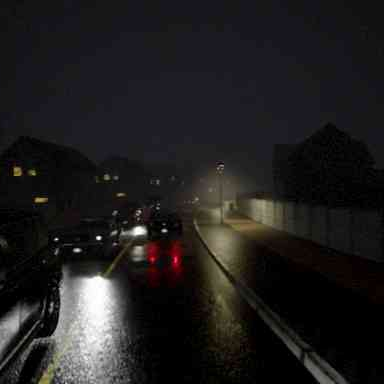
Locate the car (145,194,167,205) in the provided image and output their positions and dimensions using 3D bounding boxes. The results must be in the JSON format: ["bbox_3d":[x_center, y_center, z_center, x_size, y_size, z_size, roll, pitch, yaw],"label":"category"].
[{"bbox_3d":[-4.063,1.214,35.502,2.150,2.045,5.566,-1,1,5],"label":"car"}]

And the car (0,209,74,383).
[{"bbox_3d":[-3.042,1.290,3.674,2.150,2.045,5.566,-1,0,-9],"label":"car"}]

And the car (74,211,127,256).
[{"bbox_3d":[-4.079,1.695,13.621,1.895,1.301,4.718,-1,0,-4],"label":"car"}]

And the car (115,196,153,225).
[{"bbox_3d":[-4.422,1.428,24.487,2.097,1.767,4.553,-1,0,0],"label":"car"}]

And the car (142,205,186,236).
[{"bbox_3d":[-1.458,1.637,18.854,1.895,1.301,4.718,-1,0,-2],"label":"car"}]

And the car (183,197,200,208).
[{"bbox_3d":[-0.033,1.355,45.559,2.033,1.411,5.357,-1,1,8],"label":"car"}]
